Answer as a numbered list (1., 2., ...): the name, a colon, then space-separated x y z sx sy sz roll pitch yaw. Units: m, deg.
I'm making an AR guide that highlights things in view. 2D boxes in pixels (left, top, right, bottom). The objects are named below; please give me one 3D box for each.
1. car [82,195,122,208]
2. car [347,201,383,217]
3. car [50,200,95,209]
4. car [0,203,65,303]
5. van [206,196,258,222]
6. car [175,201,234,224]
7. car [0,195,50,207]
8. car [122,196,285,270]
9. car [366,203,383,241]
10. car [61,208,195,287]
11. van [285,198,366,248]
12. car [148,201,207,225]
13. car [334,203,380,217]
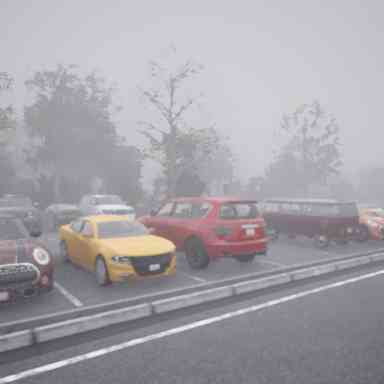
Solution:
1. car: -5.789 1.202 22.151 2.435 2.045 5.566 0 0 -36
2. car: 22.696 2.137 42.710 2.185 1.767 4.553 2 -1 -35
3. car: -8.062 1.440 20.526 2.231 1.521 4.892 0 0 -36
4. car: -4.784 1.295 7.788 2.185 1.767 4.553 0 0 -36
5. van: 3.331 1.372 28.607 1.878 1.987 4.442 1 -1 -36
6. car: 0.884 1.549 27.218 1.946 1.575 5.366 1 -1 -36
7. car: -10.207 1.178 18.939 2.435 2.045 5.566 0 0 -36
8. car: 0.034 1.191 11.287 2.435 2.045 5.566 1 0 -36
9. car: 7.517 1.413 16.686 2.185 1.767 4.553 1 -1 -36
10. car: -2.313 1.431 9.552 2.097 1.535 5.008 0 0 -36
11. van: 5.004 1.274 14.982 1.878 1.987 4.442 1 0 -36
12. car: -1.276 1.511 25.663 1.946 1.575 5.366 1 0 -36
13. car: 20.146 2.197 40.819 2.002 1.452 4.674 2 -1 -36
